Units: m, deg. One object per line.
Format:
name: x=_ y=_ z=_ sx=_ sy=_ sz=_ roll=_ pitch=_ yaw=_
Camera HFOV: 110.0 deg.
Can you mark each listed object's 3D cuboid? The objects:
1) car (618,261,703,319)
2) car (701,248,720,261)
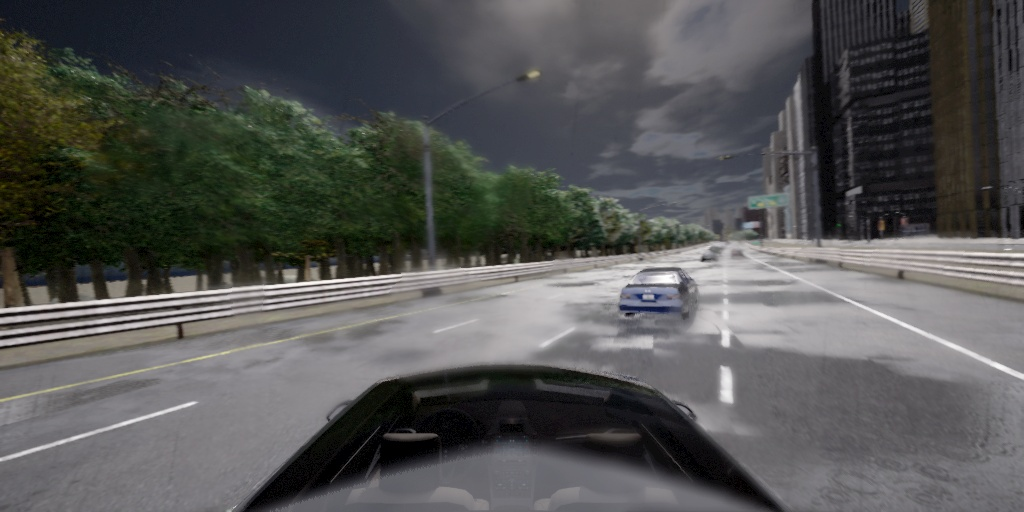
car: x=4.930 y=1.082 z=11.767 sx=2.033 sy=1.411 sz=5.357 roll=-3 pitch=0 yaw=31
car: x=27.537 y=0.061 z=50.054 sx=1.994 sy=1.385 sz=4.181 roll=-3 pitch=0 yaw=31
